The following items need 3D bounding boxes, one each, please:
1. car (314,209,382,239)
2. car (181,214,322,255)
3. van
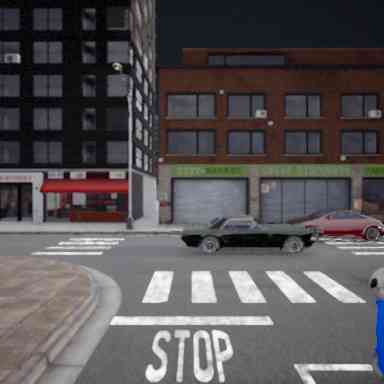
[{"bbox_3d":[6.365,1.483,15.209,4.181,1.385,1.994,0,0,0],"label":"car"},{"bbox_3d":[1.976,1.521,12.262,4.718,1.301,1.895,0,0,0],"label":"car"},{"bbox_3d":[2.642,1.332,1.802,1.690,1.788,3.998,0,0,0],"label":"van"}]
